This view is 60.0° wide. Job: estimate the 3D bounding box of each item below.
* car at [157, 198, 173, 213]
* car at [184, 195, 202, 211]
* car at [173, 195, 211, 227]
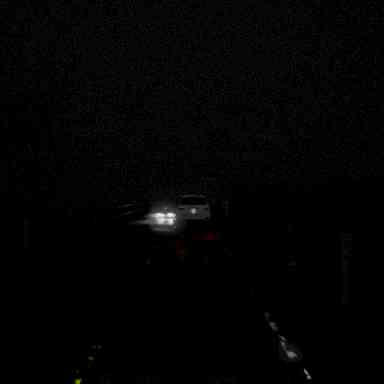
[{"bbox_3d":[-2.760,1.455,36.990,2.128,1.511,4.902,0,0,0],"label":"car"},{"bbox_3d":[0.089,1.313,41.410,2.097,1.767,4.553,0,0,0],"label":"car"},{"bbox_3d":[0.094,1.196,22.549,2.150,2.045,5.566,0,0,0],"label":"car"}]
